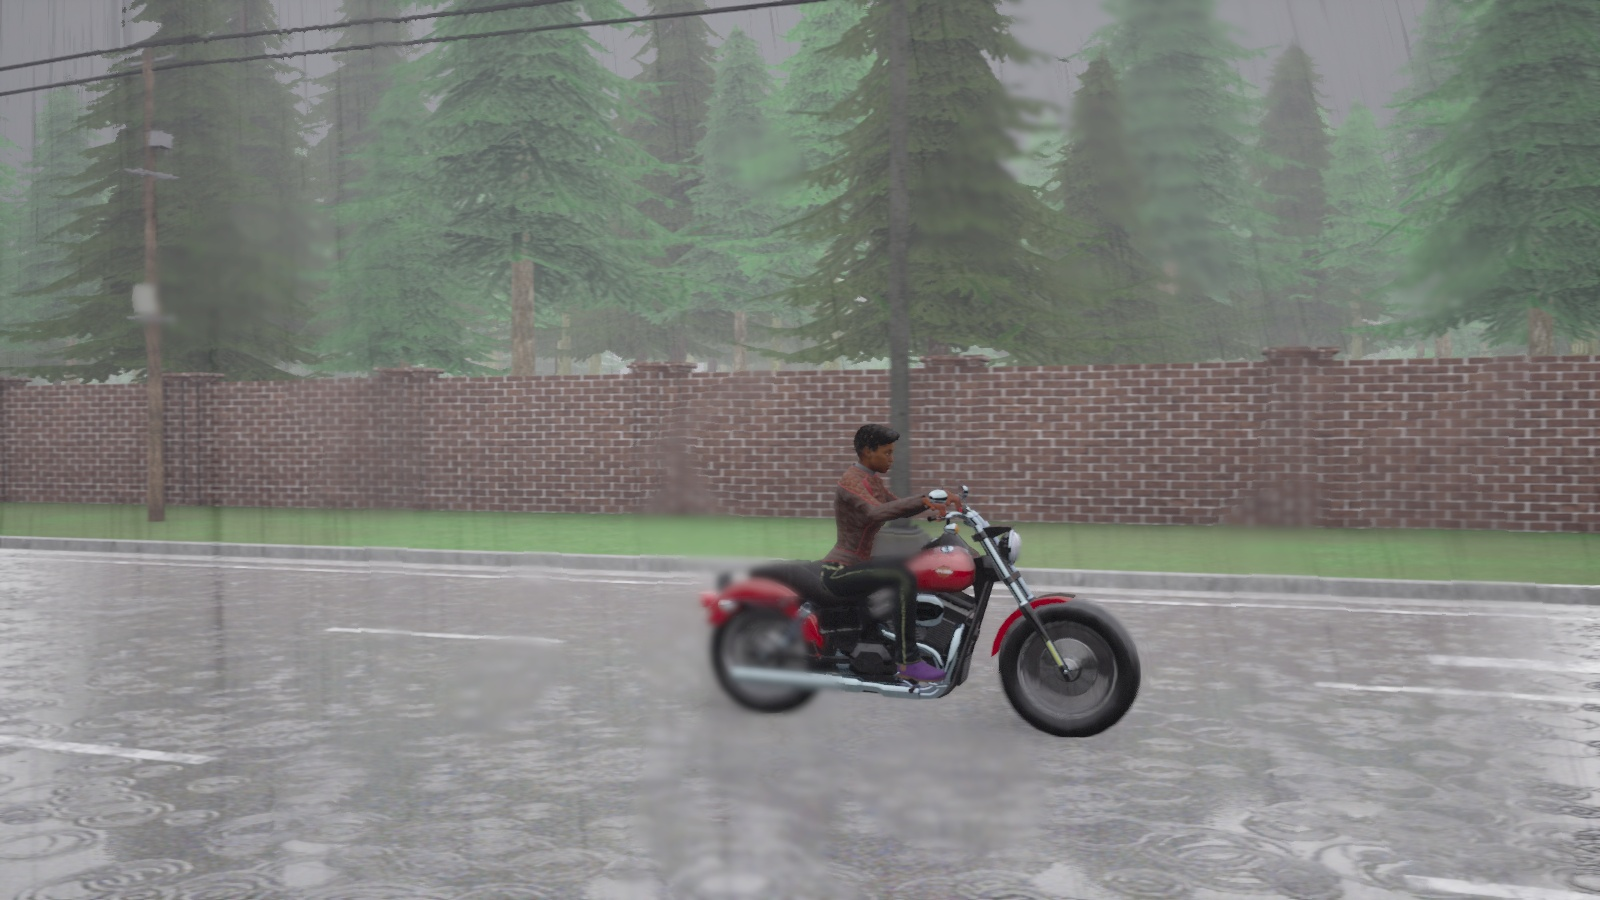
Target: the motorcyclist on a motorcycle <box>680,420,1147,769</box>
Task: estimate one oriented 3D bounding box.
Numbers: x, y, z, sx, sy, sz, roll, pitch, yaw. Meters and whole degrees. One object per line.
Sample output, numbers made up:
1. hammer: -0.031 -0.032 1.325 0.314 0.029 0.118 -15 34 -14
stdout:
1. motorcyclist on a motorcycle: 0.600 0.672 6.683 2.350 1.649 0.766 1 1 19
